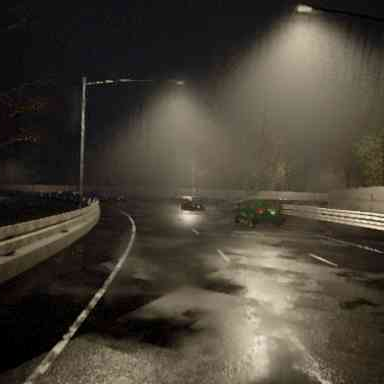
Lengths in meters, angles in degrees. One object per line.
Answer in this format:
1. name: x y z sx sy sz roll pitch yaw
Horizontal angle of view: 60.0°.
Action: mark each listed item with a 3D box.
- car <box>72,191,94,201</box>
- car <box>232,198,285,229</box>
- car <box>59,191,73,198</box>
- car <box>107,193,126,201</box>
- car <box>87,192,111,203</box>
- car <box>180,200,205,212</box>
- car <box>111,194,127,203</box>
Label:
1. car: -21.204 0.957 65.243 1.812 1.442 4.674 2 0 -39
2. car: 4.635 1.419 23.895 2.150 2.045 5.566 2 0 -12
3. car: -27.583 0.555 73.065 1.837 1.490 4.892 2 0 -45
4. car: -15.818 1.116 69.743 1.837 1.490 4.892 2 0 -39
5. car: -16.290 1.143 58.095 1.994 1.385 4.181 2 0 -32
6. car: 0.056 1.641 40.098 1.994 1.385 4.181 2 0 -20
7. car: -13.559 1.273 60.310 1.895 1.301 4.718 2 0 -32
